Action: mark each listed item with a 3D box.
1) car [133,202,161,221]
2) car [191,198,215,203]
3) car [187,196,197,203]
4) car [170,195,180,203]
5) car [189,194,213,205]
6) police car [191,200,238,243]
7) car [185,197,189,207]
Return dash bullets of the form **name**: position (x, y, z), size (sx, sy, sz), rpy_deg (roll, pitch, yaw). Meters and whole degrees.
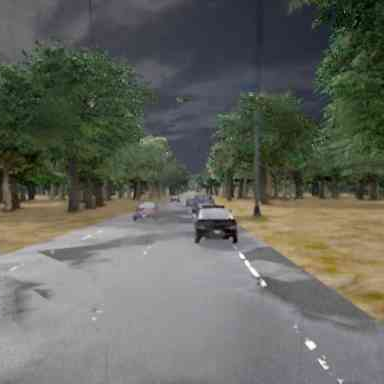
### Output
- **car**: position (-3.597, 1.534, 27.173), size (1.812, 1.442, 4.674), rpy_deg (0, 0, 0)
- **car**: position (1.051, 1.515, 26.145), size (1.837, 1.490, 4.892), rpy_deg (0, 0, 0)
- **car**: position (0.002, 1.550, 68.072), size (1.895, 1.301, 4.718), rpy_deg (0, 0, 0)
- **car**: position (-3.499, 1.433, 68.749), size (1.882, 1.535, 5.008), rpy_deg (0, 0, 0)
- **car**: position (1.051, 1.232, 32.178), size (2.150, 2.045, 5.566), rpy_deg (0, 0, 0)
- **police car**: position (1.050, 1.435, 16.252), size (1.930, 1.638, 5.238), rpy_deg (0, 0, 0)
- **car**: position (0.005, 1.484, 51.156), size (2.128, 1.511, 4.902), rpy_deg (0, 0, 0)
